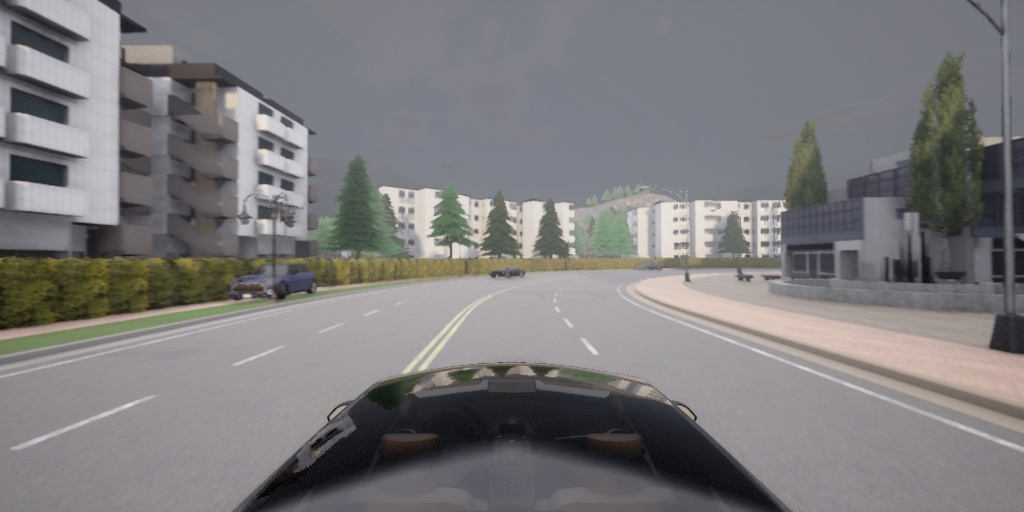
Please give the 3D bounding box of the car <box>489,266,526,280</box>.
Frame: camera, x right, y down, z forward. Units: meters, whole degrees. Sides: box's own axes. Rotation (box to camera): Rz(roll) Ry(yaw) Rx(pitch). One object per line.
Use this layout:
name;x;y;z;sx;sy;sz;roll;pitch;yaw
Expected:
car;-0.404;1.665;36.761;1.895;1.301;4.718;-1;-1;29

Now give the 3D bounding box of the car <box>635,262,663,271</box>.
car;22.014;1.647;57.597;4.902;1.511;2.128;-1;0;-25

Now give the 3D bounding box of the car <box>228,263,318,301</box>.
car;-11.495;1.136;17.571;2.097;1.767;4.553;0;0;-5
